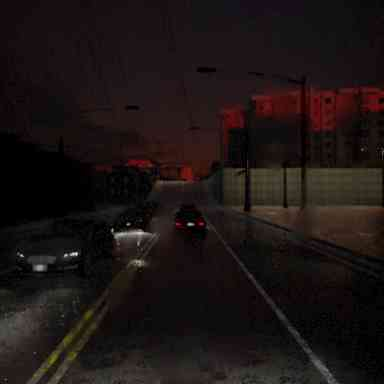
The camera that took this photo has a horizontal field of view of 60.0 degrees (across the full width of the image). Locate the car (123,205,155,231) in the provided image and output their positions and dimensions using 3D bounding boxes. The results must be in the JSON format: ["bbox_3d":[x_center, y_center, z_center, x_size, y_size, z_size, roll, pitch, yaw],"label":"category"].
[{"bbox_3d":[-3.876,1.786,22.152,1.994,1.385,4.181,0,-1,-1],"label":"car"}]

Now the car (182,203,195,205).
[{"bbox_3d":[-0.455,2.012,42.354,1.895,1.301,4.718,0,-1,-1],"label":"car"}]

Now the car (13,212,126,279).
[{"bbox_3d":[-3.726,1.600,10.531,2.128,1.511,4.902,0,-1,-1],"label":"car"}]

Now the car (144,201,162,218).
[{"bbox_3d":[-3.850,1.437,27.071,1.994,1.385,4.181,0,-1,-1],"label":"car"}]

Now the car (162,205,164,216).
[{"bbox_3d":[-3.993,1.684,33.600,2.097,1.767,4.553,0,0,0],"label":"car"}]

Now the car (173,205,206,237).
[{"bbox_3d":[-0.148,1.737,19.526,2.033,1.411,5.357,0,-1,-1],"label":"car"}]
